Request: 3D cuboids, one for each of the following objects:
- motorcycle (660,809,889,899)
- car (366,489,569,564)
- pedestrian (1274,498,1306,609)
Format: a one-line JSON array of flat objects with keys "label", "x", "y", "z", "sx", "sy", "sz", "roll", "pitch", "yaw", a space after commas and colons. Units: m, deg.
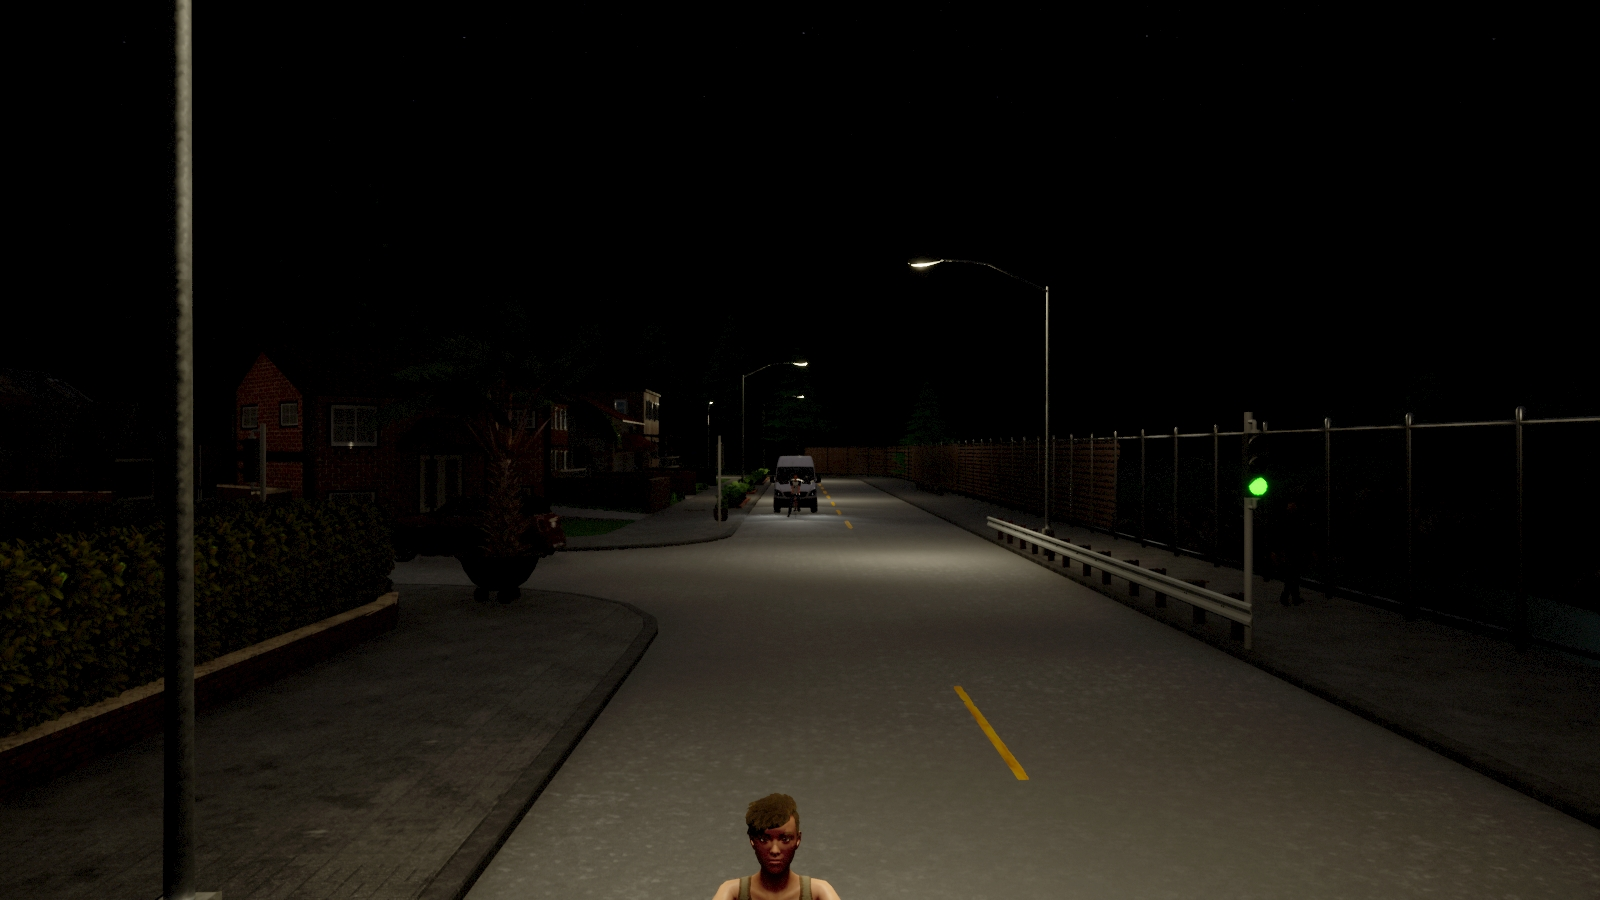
[{"label": "motorcycle", "x": -0.084, "y": 2.157, "z": 3.590, "sx": 0.764, "sy": 1.307, "sz": 2.356, "roll": 0, "pitch": 0, "yaw": -1}, {"label": "car", "x": -8.432, "y": 1.916, "z": 29.260, "sx": 4.553, "sy": 1.767, "sz": 2.097, "roll": 0, "pitch": 0, "yaw": 3}, {"label": "pedestrian", "x": 8.322, "y": 1.752, "z": 19.411, "sx": 0.375, "sy": 1.860, "sz": 0.375, "roll": 0, "pitch": 0, "yaw": 1}]
